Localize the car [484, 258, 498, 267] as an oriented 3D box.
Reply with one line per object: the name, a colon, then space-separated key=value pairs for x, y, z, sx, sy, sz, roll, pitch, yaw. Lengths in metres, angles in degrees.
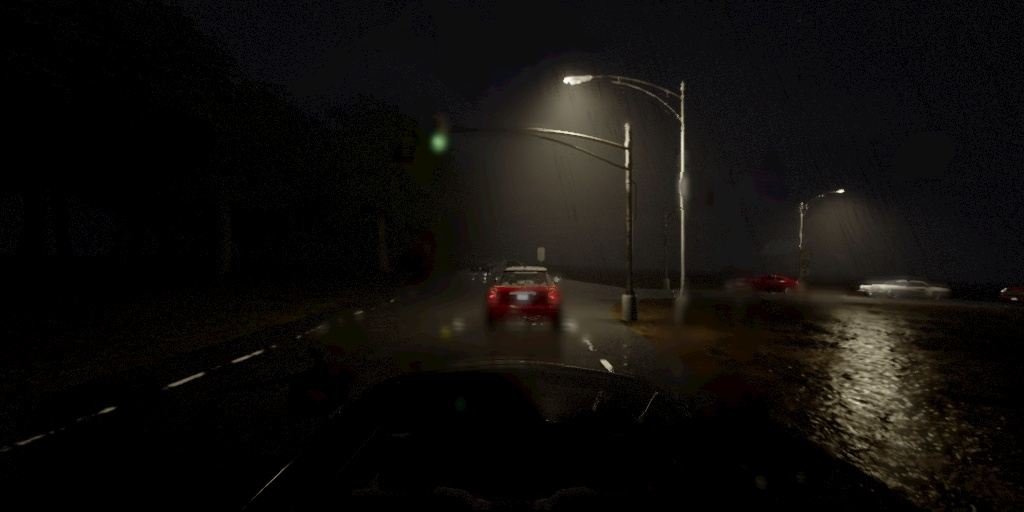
car: x=-3.563 y=1.141 z=62.506 sx=2.128 sy=1.511 sz=4.902 roll=0 pitch=0 yaw=0

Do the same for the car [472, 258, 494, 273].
car: x=-3.620 y=1.236 z=42.774 sx=1.994 sy=1.385 sz=4.181 roll=0 pitch=0 yaw=0

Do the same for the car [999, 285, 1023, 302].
car: x=37.629 y=2.533 z=25.274 sx=4.553 sy=1.767 sz=2.097 roll=2 pitch=-1 yaw=0

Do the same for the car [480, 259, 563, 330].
car: x=0.498 y=1.105 z=11.422 sx=2.097 sy=1.767 sz=4.553 roll=0 pitch=0 yaw=5

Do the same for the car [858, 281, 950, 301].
car: x=27.488 y=2.409 z=25.264 sx=4.718 sy=1.301 sz=1.895 roll=2 pitch=-1 yaw=0

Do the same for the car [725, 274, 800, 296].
car: x=17.611 y=1.976 z=25.232 sx=4.674 sy=1.442 sz=1.812 roll=2 pitch=-1 yaw=-1

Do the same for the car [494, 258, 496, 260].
car: x=-3.605 y=1.206 z=52.187 sx=2.033 sy=1.411 sz=5.357 roll=0 pitch=0 yaw=1
